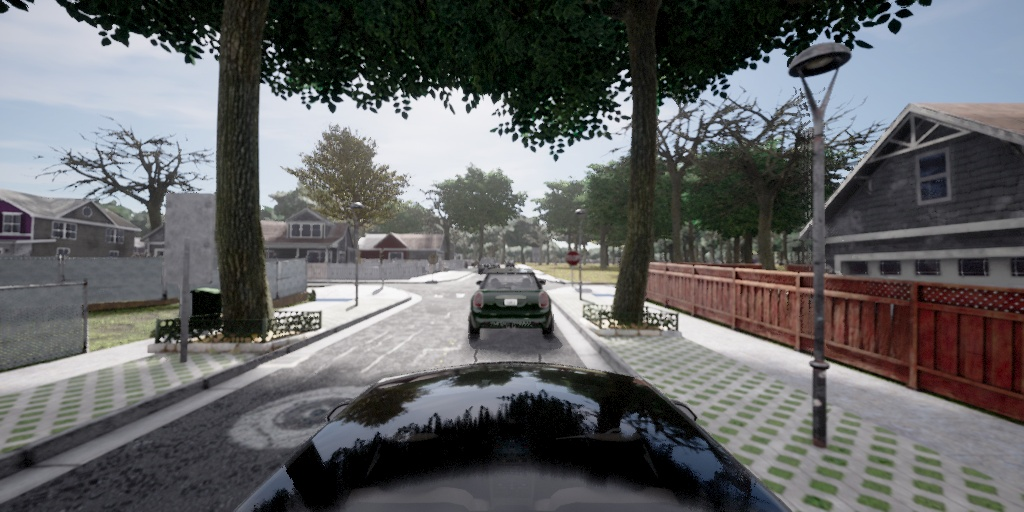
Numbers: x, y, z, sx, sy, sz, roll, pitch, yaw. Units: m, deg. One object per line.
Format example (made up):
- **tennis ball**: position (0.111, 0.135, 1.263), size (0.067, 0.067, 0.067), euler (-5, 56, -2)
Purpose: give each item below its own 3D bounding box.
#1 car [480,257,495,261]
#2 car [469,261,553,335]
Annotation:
- **car**: position (-3.117, 1.202, 45.905), size (2.150, 2.045, 5.566), euler (0, 0, 0)
- **car**: position (-0.034, 1.140, 10.753), size (2.097, 1.767, 4.553), euler (0, 0, 0)
